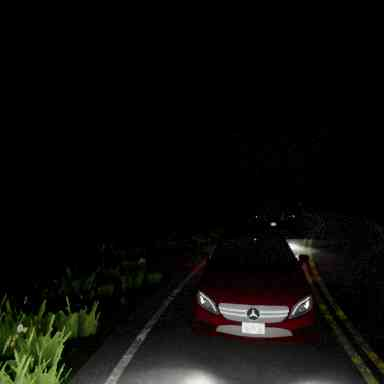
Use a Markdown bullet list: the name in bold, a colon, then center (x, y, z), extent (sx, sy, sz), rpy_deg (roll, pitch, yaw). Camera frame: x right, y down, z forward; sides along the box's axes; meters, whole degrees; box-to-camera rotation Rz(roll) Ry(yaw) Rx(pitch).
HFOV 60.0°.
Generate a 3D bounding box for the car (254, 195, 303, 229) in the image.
- **car**: center (5.000, 1.214, 18.841), extent (2.150, 2.045, 5.566), rpy_deg (-2, -1, 22)

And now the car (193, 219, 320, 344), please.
- **car**: center (1.229, 1.534, 6.669), extent (1.812, 1.442, 4.674), rpy_deg (-1, 0, 11)
